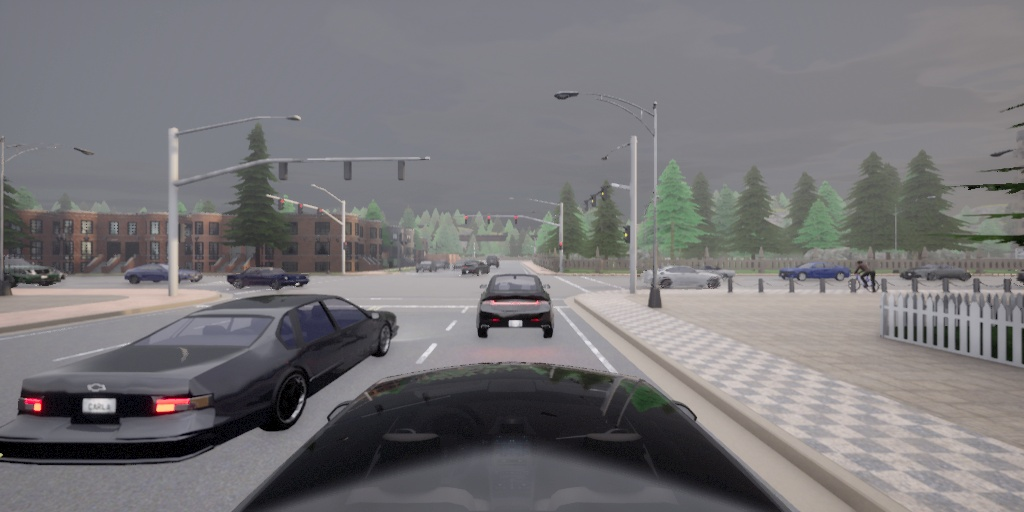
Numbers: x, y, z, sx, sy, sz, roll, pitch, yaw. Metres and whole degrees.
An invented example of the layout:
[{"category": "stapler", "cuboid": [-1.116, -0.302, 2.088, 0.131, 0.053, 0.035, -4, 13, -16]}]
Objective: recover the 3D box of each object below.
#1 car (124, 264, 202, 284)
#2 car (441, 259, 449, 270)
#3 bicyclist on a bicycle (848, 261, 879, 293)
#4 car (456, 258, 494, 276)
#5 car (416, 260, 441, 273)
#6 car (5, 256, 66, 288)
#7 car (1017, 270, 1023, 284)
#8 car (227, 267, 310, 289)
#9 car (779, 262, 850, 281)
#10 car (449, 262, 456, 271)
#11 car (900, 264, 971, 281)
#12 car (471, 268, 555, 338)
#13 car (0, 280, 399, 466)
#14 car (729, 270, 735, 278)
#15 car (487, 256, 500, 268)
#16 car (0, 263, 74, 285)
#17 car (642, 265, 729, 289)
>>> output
[{"category": "car", "cuboid": [-25.536, 1.293, 26.301, 4.674, 1.442, 1.812, 0, 0, -1]}, {"category": "car", "cuboid": [-10.553, 1.277, 53.610, 2.128, 1.511, 4.902, 0, 0, 0]}, {"category": "bicyclist on a bicycle", "cuboid": [18.260, 1.064, 18.652, 0.582, 1.620, 1.656, 0, 0, 0]}, {"category": "car", "cuboid": [-3.749, 1.279, 37.290, 1.837, 1.490, 4.892, 2, 0, 15]}, {"category": "car", "cuboid": [-10.555, 1.305, 44.503, 1.812, 1.442, 4.674, 0, 0, 0]}, {"category": "car", "cuboid": [-32.525, 0.985, 22.677, 5.566, 2.045, 2.150, 0, 0, -3]}, {"category": "car", "cuboid": [34.925, 1.255, 22.412, 4.902, 1.511, 2.128, 0, 0, 0]}, {"category": "car", "cuboid": [-14.865, 1.365, 21.997, 4.718, 1.301, 1.895, 0, 0, 17]}, {"category": "car", "cuboid": [24.873, 1.247, 29.623, 5.008, 1.535, 1.882, 0, 0, 0]}, {"category": "car", "cuboid": [-7.062, 1.288, 49.919, 1.837, 1.490, 4.892, 0, 0, 0]}, {"category": "car", "cuboid": [34.847, 1.333, 29.594, 4.181, 1.385, 1.994, 0, 0, 1]}, {"category": "car", "cuboid": [0.087, 1.247, 10.177, 2.128, 1.511, 4.902, 0, 0, 0]}, {"category": "car", "cuboid": [-3.434, 1.300, 5.511, 2.033, 1.411, 5.357, 0, 0, 1]}, {"category": "car", "cuboid": [15.581, 1.370, 29.640, 4.718, 1.301, 1.895, 0, 0, 0]}, {"category": "car", "cuboid": [-3.359, 1.013, 62.659, 2.150, 2.045, 5.566, 0, 0, 0]}, {"category": "car", "cuboid": [-35.556, 1.258, 25.856, 4.902, 1.511, 2.128, 0, 0, -7]}, {"category": "car", "cuboid": [10.574, 1.290, 22.460, 4.674, 1.442, 1.812, 0, 0, 0]}]
